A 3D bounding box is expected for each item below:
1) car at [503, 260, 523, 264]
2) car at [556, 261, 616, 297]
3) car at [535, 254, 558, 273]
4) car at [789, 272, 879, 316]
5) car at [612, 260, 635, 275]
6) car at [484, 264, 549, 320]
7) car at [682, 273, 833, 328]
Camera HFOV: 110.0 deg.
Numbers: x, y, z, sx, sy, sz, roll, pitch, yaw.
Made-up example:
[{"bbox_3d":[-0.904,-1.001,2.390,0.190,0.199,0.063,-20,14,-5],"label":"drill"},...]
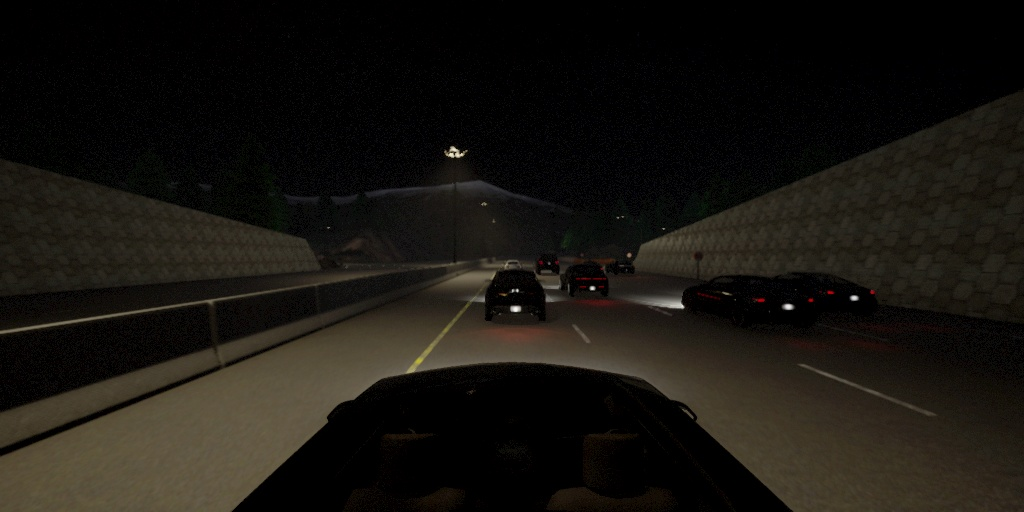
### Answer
[{"bbox_3d":[0.112,1.129,35.506,1.812,1.442,4.674,0,0,0],"label":"car"},{"bbox_3d":[3.606,1.182,18.493,1.837,1.490,4.892,0,0,0],"label":"car"},{"bbox_3d":[3.612,0.817,37.386,2.150,2.045,5.566,0,0,0],"label":"car"},{"bbox_3d":[10.603,1.265,13.110,1.994,1.385,4.181,0,0,0],"label":"car"},{"bbox_3d":[10.622,1.095,35.559,2.128,1.511,4.902,0,0,0],"label":"car"},{"bbox_3d":[0.104,1.209,12.377,1.837,1.490,4.892,0,0,0],"label":"car"},{"bbox_3d":[7.105,1.273,11.223,1.994,1.385,4.181,0,0,0],"label":"car"}]
